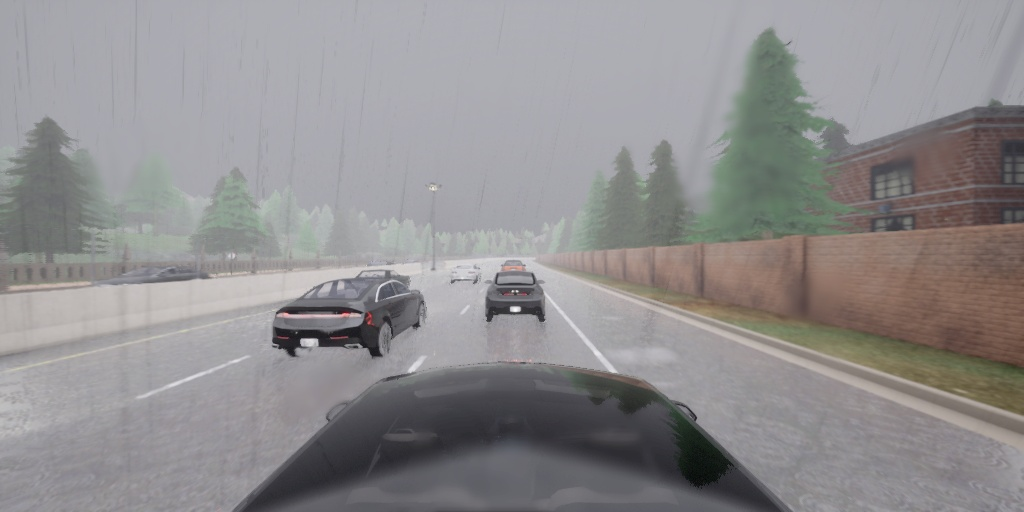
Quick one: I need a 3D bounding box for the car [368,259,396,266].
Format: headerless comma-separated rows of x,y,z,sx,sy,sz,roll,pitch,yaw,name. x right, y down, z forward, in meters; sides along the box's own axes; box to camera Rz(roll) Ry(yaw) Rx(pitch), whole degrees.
-14.068,1.237,38.605,1.882,1.535,5.008,0,0,0,car

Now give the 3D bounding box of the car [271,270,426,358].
-3.397,1.243,8.454,2.128,1.511,4.902,0,0,0,car

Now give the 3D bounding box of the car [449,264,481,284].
-3.400,1.282,26.844,1.812,1.442,4.674,0,0,0,car

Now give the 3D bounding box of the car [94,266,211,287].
-17.587,1.247,17.783,2.128,1.511,4.902,0,0,0,car

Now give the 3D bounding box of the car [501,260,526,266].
0.115,1.109,30.547,2.097,1.767,4.553,0,0,0,car

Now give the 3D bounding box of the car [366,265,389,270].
-6.890,1.355,18.943,1.895,1.301,4.718,0,0,0,car

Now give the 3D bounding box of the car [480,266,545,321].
0.101,1.258,12.558,1.837,1.490,4.892,0,0,0,car

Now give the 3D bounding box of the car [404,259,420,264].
-17.442,1.319,62.837,1.812,1.442,4.674,0,0,1,car
